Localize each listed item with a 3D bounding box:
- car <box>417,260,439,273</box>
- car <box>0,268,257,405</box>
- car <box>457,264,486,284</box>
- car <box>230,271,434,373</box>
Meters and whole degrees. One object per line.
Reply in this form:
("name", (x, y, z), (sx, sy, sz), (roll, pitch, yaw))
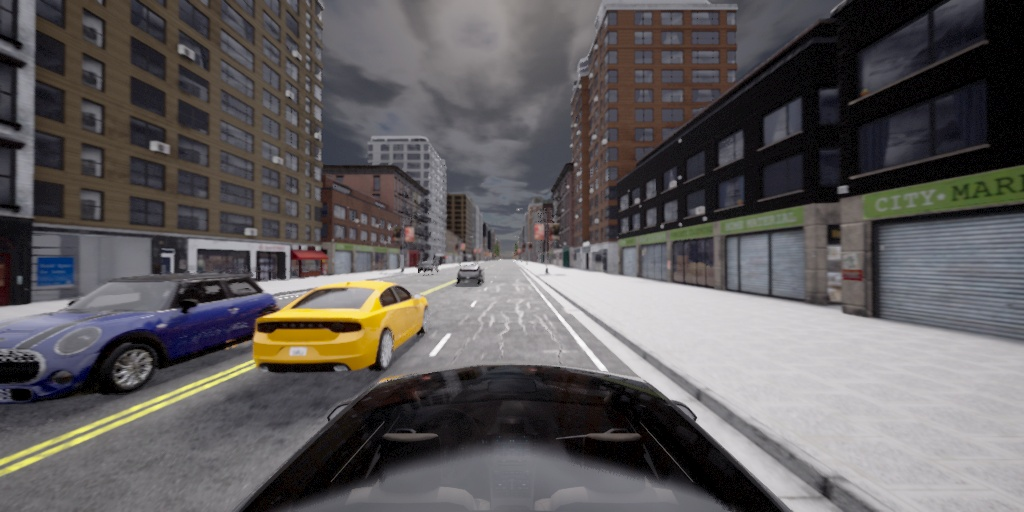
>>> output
("car", (-9.856, 1.212, 42.434), (1.837, 1.490, 4.892), (0, 0, 0))
("car", (-6.606, 1.145, 6.682), (2.097, 1.767, 4.553), (0, 0, 0))
("car", (-3.214, 1.393, 28.578), (2.128, 1.511, 4.902), (0, 0, 0))
("car", (-3.156, 1.267, 7.758), (1.882, 1.535, 5.008), (0, 0, 0))
